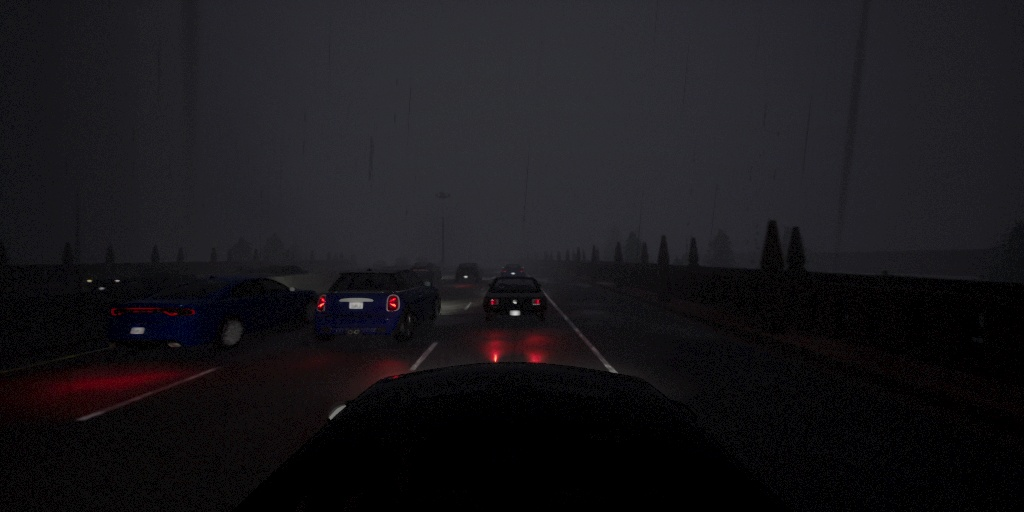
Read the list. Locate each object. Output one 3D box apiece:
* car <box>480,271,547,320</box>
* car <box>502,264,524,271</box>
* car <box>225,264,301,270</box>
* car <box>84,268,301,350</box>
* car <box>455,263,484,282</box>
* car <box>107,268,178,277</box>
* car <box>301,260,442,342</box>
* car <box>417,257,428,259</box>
[{"bbox_3d":[0.095,1.356,12.551,1.895,1.301,4.718,0,0,0],"label":"car"},{"bbox_3d":[0.087,1.345,29.970,1.994,1.385,4.181,0,0,0],"label":"car"},{"bbox_3d":[-14.108,1.269,21.408,1.837,1.490,4.892,0,0,0],"label":"car"},{"bbox_3d":[-6.904,1.229,9.087,1.882,1.535,5.008,0,0,0],"label":"car"},{"bbox_3d":[-3.414,1.284,28.892,1.837,1.490,4.892,0,0,0],"label":"car"},{"bbox_3d":[-21.108,1.363,20.662,1.895,1.301,4.718,0,0,0],"label":"car"},{"bbox_3d":[-3.403,1.104,9.945,2.097,1.767,4.553,0,0,0],"label":"car"},{"bbox_3d":[-15.611,1.129,62.392,2.150,2.045,5.566,0,0,-10],"label":"car"}]
